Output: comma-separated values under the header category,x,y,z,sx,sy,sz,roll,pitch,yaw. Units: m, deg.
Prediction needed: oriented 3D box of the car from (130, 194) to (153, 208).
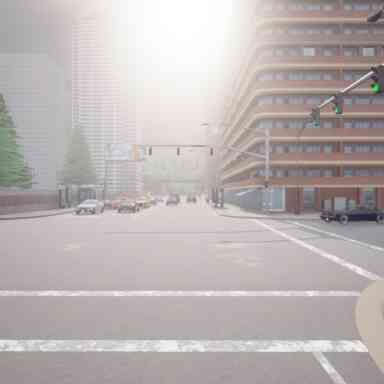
category,x,y,z,sx,sy,sz,roll,pitch,yaw
car,-7.157,1.477,47.151,1.882,1.535,5.008,0,0,0

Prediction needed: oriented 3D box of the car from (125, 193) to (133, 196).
category,x,y,z,sx,sy,sz,roll,pitch,yaw
car,-10.662,1.219,54.264,2.150,2.045,5.566,0,0,0

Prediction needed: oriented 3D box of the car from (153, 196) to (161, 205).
category,x,y,z,sx,sy,sz,roll,pitch,yaw
car,-7.153,1.491,57.464,2.128,1.511,4.902,0,0,0

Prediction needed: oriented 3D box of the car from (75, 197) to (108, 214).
category,x,y,z,sx,sy,sz,roll,pitch,yaw
car,-10.644,1.526,34.976,1.812,1.442,4.674,0,0,2

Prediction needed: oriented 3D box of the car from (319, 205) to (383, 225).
category,x,y,z,sx,sy,sz,roll,pitch,yaw
car,11.393,1.545,23.237,4.718,1.301,1.895,0,0,-13

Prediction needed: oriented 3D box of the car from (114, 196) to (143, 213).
category,x,y,z,sx,sy,sz,roll,pitch,yaw
car,-7.133,1.526,37.812,1.812,1.442,4.674,0,0,0

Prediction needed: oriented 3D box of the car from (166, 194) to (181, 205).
category,x,y,z,sx,sy,sz,roll,pitch,yaw
car,-3.473,1.547,58.234,2.033,1.411,5.357,0,0,0

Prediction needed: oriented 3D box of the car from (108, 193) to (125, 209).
category,x,y,z,sx,sy,sz,roll,pitch,yaw
car,-10.654,1.352,43.923,2.097,1.767,4.553,0,0,0

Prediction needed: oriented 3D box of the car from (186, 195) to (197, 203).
category,x,y,z,sx,sy,sz,roll,pitch,yaw
car,-0.089,1.350,69.723,2.097,1.767,4.553,0,0,0

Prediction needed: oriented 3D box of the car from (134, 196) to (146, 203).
category,x,y,z,sx,sy,sz,roll,pitch,yaw
car,-10.595,1.506,68.009,1.837,1.490,4.892,0,0,0

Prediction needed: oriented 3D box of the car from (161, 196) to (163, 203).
category,x,y,z,sx,sy,sz,roll,pitch,yaw
car,-7.089,1.517,70.017,1.812,1.442,4.674,0,0,0
